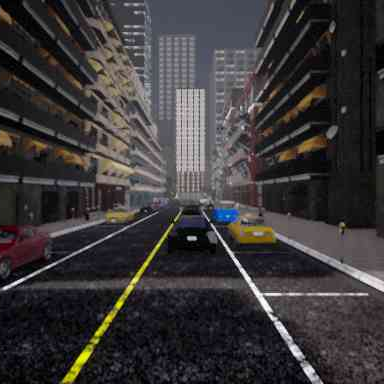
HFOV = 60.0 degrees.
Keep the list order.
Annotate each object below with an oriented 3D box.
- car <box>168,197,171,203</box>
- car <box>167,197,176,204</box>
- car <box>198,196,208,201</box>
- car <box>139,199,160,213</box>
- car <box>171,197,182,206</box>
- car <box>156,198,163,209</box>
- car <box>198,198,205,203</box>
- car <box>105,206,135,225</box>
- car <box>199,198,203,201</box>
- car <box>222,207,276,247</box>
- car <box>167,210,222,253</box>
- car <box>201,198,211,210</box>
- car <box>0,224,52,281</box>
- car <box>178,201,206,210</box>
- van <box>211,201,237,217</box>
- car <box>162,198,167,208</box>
[{"bbox_3d":[-5.710,2.074,65.345,1.967,1.590,4.097,-1,-1,0],"label":"car"},{"bbox_3d":[-5.716,2.228,92.962,2.192,1.841,5.009,-1,-1,0],"label":"car"},{"bbox_3d":[2.987,2.004,79.738,2.150,2.045,5.566,0,-1,0],"label":"car"},{"bbox_3d":[-5.705,1.982,43.251,1.947,1.339,4.313,0,-1,0],"label":"car"},{"bbox_3d":[-3.012,2.194,71.762,1.837,1.490,4.892,0,-1,0],"label":"car"},{"bbox_3d":[-5.706,2.015,48.774,1.887,1.381,4.507,0,-1,0],"label":"car"},{"bbox_3d":[2.667,2.458,92.947,1.887,1.381,4.507,-1,-1,0],"label":"car"},{"bbox_3d":[-5.703,1.779,26.512,1.752,1.417,4.829,0,-1,0],"label":"car"},{"bbox_3d":[2.674,2.075,54.286,2.008,1.369,4.403,-1,-1,0],"label":"car"},{"bbox_3d":[2.680,1.676,15.794,1.752,1.417,4.829,0,-1,0],"label":"car"},{"bbox_3d":[0.004,1.700,14.292,1.994,1.385,4.181,0,-1,0],"label":"car"},{"bbox_3d":[2.675,2.021,48.762,2.008,1.369,4.403,-1,-1,0],"label":"car"},{"bbox_3d":[-5.699,1.678,10.112,1.802,1.307,4.206,0,-1,0],"label":"car"},{"bbox_3d":[0.001,1.789,29.297,1.837,1.490,4.892,0,0,0],"label":"car"},{"bbox_3d":[2.677,1.596,26.673,1.690,1.788,3.998,-1,-1,0],"label":"van"},{"bbox_3d":[-5.707,2.069,54.298,1.887,1.381,4.507,0,-1,0],"label":"car"}]
